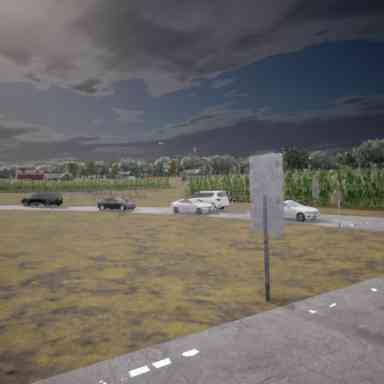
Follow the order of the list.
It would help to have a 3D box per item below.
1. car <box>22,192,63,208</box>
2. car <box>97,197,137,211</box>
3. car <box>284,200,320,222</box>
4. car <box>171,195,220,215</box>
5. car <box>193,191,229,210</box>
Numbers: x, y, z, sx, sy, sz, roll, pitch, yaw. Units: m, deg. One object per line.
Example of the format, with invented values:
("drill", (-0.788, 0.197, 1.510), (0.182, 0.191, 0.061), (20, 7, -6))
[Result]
("car", (-20.376, 1.014, 45.341), (5.566, 2.045, 2.150), (0, 2, 14))
("car", (-8.552, 1.350, 37.828), (4.892, 1.490, 1.837), (0, 2, 27))
("car", (7.282, 1.357, 25.251), (1.812, 1.442, 4.674), (-3, 2, -42))
("car", (-0.011, 1.337, 32.295), (4.674, 1.442, 1.812), (0, 2, 38))
("car", (1.226, 0.921, 35.138), (5.566, 2.045, 2.150), (0, 2, 38))
